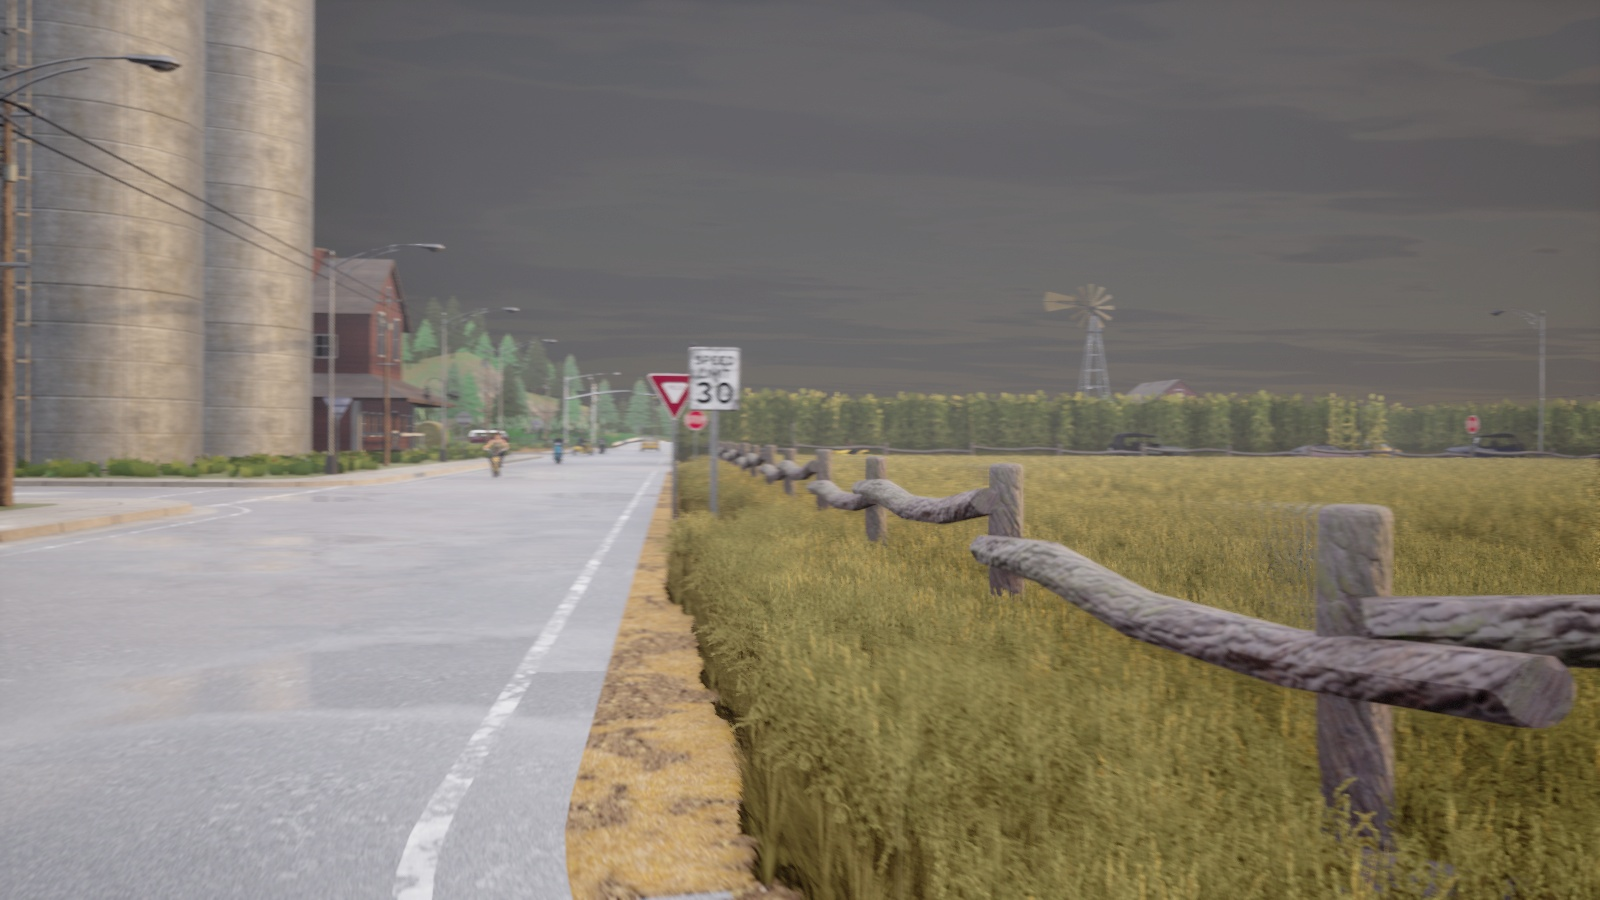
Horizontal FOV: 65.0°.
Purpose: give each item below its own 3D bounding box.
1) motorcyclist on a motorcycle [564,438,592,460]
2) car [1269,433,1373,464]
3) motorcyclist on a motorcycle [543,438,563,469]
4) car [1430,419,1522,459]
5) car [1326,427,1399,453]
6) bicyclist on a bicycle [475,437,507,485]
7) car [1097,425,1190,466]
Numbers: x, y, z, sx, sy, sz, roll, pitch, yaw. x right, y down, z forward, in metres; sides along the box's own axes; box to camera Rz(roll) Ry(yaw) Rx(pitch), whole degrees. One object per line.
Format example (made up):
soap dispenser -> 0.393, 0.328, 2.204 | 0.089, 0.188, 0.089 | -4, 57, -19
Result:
motorcyclist on a motorcycle -> -16.342, -0.058, 92.372 | 1.817, 1.590, 0.866 | -1, -1, -33
car -> 25.362, -0.083, 61.208 | 4.181, 1.385, 1.994 | -1, 1, -5
motorcyclist on a motorcycle -> -12.922, 0.178, 65.670 | 0.866, 1.590, 1.817 | -1, 1, -6
car -> 34.547, -0.562, 64.305 | 3.866, 1.878, 1.905 | -2, 0, 19
car -> 35.668, -0.671, 79.766 | 1.801, 1.575, 5.366 | -1, 1, -5
bicyclist on a bicycle -> -10.610, 0.355, 43.155 | 0.866, 1.612, 1.509 | -1, 1, -6
car -> 16.452, -0.212, 60.315 | 3.866, 1.878, 1.905 | -1, 1, -6
